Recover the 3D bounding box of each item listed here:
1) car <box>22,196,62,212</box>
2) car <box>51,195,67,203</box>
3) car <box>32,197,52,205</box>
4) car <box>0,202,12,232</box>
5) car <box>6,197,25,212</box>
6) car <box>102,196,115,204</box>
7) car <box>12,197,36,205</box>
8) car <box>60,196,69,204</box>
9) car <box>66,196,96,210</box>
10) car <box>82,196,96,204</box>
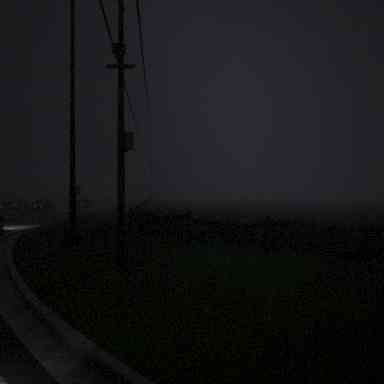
[{"bbox_3d":[-17.338,1.577,38.759,2.033,1.411,5.357,0,0,-6],"label":"car"},{"bbox_3d":[-27.510,1.437,68.758,1.994,1.385,4.181,0,0,-6],"label":"car"},{"bbox_3d":[-26.512,1.571,58.899,1.812,1.442,4.674,0,0,-6],"label":"car"},{"bbox_3d":[-11.671,1.520,17.525,1.837,1.490,4.892,0,0,-6],"label":"car"},{"bbox_3d":[-20.934,1.558,39.525,1.812,1.442,4.674,0,0,-6],"label":"car"},{"bbox_3d":[-16.501,1.569,65.225,1.812,1.442,4.674,0,0,-6],"label":"car"},{"bbox_3d":[-30.114,1.596,59.879,2.033,1.411,5.357,0,0,-5],"label":"car"},{"bbox_3d":[-23.449,1.552,64.388,1.837,1.490,4.892,0,0,-6],"label":"car"},{"bbox_3d":[-14.272,1.578,43.229,2.033,1.411,5.357,0,0,-6],"label":"car"},{"bbox_3d":[-19.934,1.571,64.420,1.812,1.442,4.674,0,0,-6],"label":"car"}]
